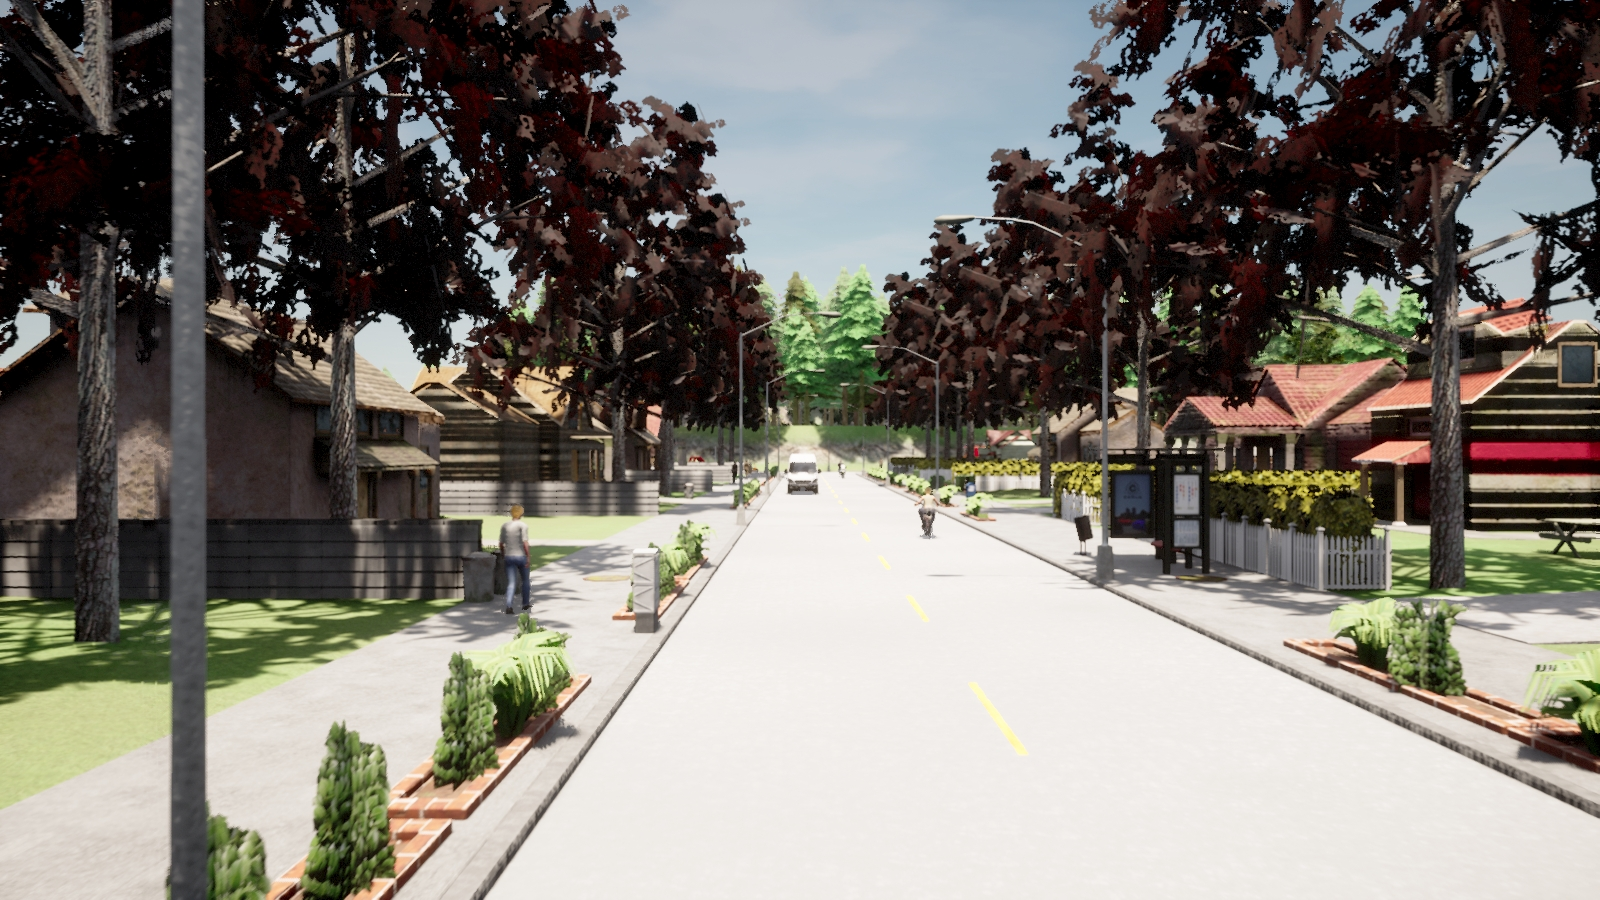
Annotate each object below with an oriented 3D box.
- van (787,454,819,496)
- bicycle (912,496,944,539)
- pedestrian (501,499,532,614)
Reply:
[{"bbox_3d":[0.184,1.545,73.471,1.988,2.561,5.915,0,0,0],"label":"van"},{"bbox_3d":[4.108,2.163,36.796,0.859,1.276,1.487,0,0,0],"label":"bicycle"},{"bbox_3d":[-4.676,1.746,18.837,0.375,1.860,0.375,0,0,9],"label":"pedestrian"}]
